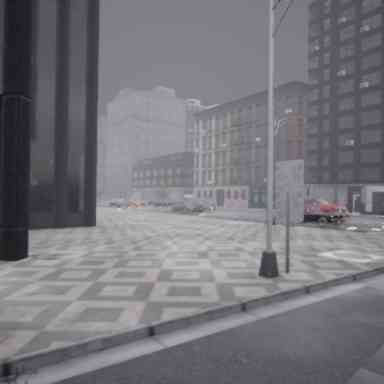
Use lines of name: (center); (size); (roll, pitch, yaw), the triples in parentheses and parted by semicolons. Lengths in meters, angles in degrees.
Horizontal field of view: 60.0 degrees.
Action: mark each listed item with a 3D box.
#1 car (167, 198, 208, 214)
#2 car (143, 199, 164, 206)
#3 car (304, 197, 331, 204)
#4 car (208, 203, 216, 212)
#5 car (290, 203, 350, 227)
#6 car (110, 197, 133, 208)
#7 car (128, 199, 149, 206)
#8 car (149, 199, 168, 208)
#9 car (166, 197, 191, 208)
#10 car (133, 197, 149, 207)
car: (-0.592, 1.759, 37.945); (1.994, 1.385, 4.181); (1, -1, -36)
car: (-7.514, 1.998, 64.538); (1.895, 1.301, 4.718); (1, -1, -36)
car: (10.360, 1.445, 28.227); (2.150, 2.045, 5.566); (1, -1, -36)
car: (1.002, 1.743, 41.306); (2.128, 1.511, 4.902); (1, -1, -36)
car: (8.861, 1.766, 24.708); (1.895, 1.301, 4.718); (1, -1, -35)
car: (-11.789, 1.774, 53.760); (1.812, 1.442, 4.674); (1, -1, -36)
car: (-10.157, 1.945, 62.648); (1.895, 1.301, 4.718); (1, -1, -36)
car: (-4.760, 1.931, 55.157); (1.895, 1.301, 4.718); (1, -1, -35)
car: (-2.346, 1.736, 57.326); (2.097, 1.767, 4.553); (1, -1, -35)
car: (-9.162, 1.686, 55.677); (2.097, 1.767, 4.553); (1, -1, -36)
